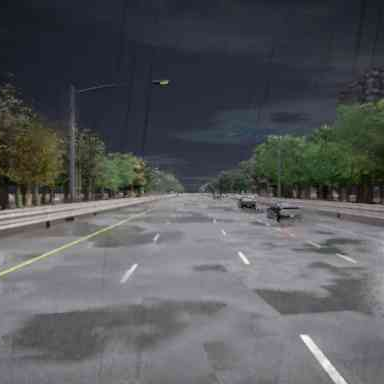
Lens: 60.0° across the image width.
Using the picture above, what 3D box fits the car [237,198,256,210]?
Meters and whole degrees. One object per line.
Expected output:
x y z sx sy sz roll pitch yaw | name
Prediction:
7.107 1.518 43.698 1.882 1.535 5.008 0 0 0 | car

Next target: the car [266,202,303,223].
7.039 1.505 25.759 2.128 1.511 4.902 0 0 0 | car
